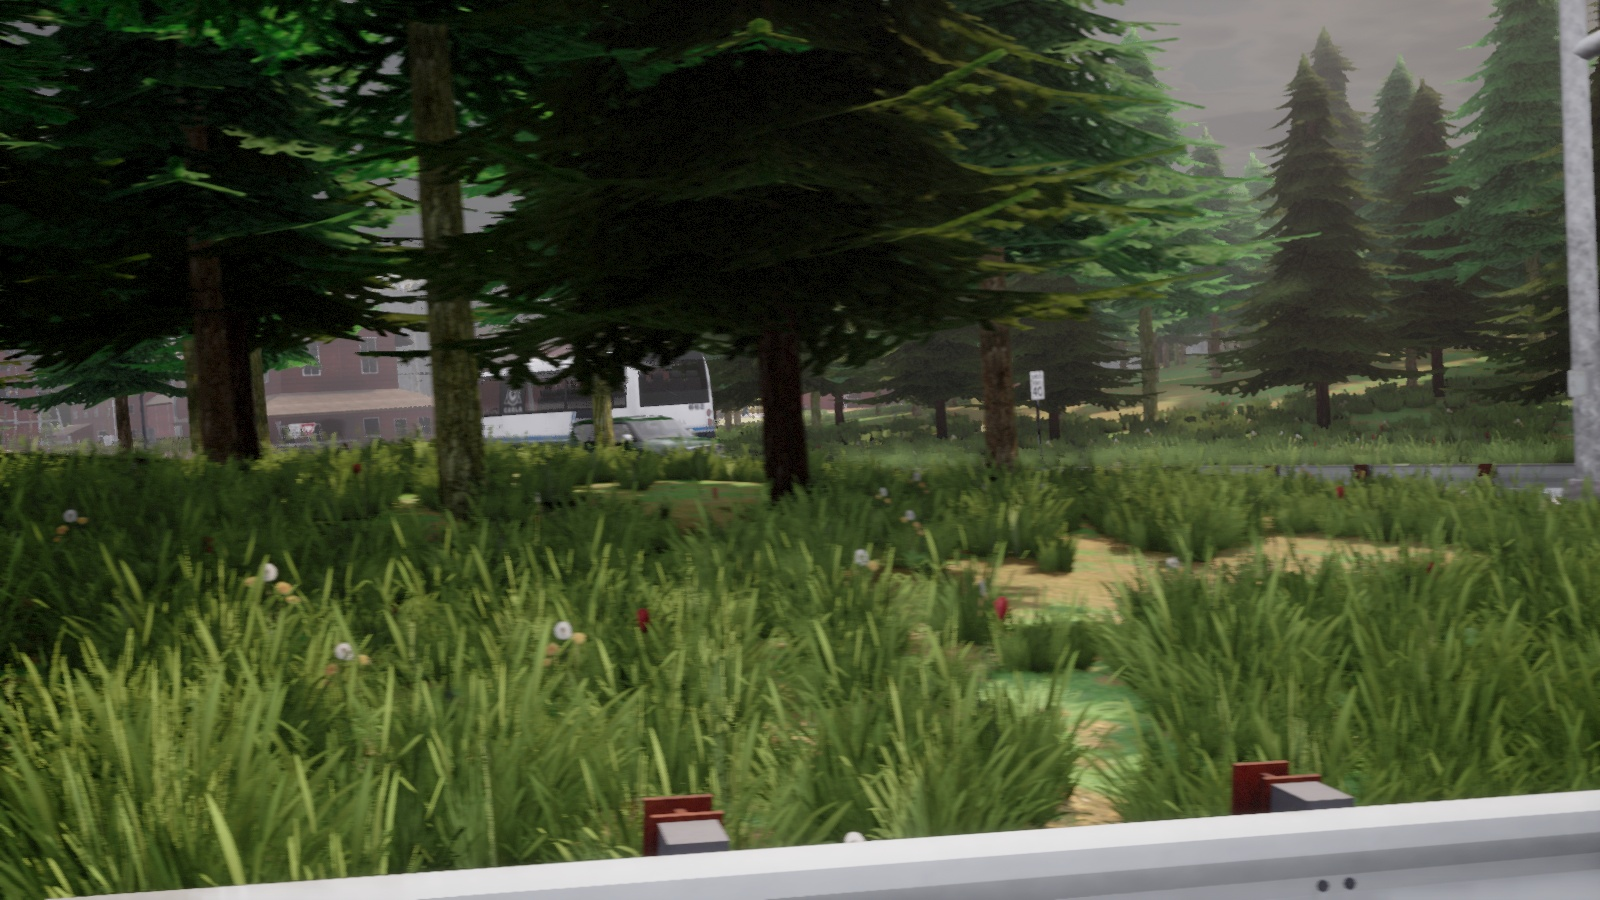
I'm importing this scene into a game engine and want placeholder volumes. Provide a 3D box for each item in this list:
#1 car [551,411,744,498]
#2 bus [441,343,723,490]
[{"bbox_3d":[-4.316,0.162,34.781,2.150,2.045,5.566,-8,4,-45],"label":"car"},{"bbox_3d":[-7.708,-1.003,43.008,3.944,4.253,10.273,-8,4,-45],"label":"bus"}]
